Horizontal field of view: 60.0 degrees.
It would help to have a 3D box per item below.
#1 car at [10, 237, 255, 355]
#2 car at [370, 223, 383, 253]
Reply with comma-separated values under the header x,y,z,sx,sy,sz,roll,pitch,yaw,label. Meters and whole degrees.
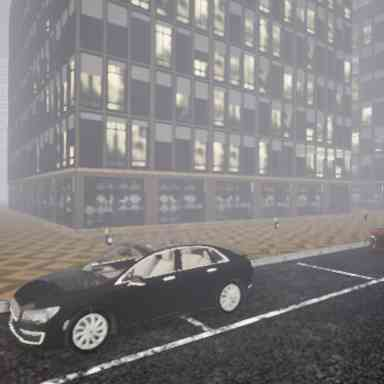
x,y,z,sx,sy,sz,roll,pitch,yaw,label
-0.779,1.557,6.000,4.403,1.369,2.008,0,0,-35,car
8.490,1.575,12.610,4.507,1.381,1.887,0,0,-35,car
